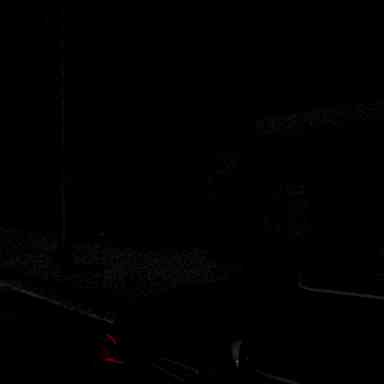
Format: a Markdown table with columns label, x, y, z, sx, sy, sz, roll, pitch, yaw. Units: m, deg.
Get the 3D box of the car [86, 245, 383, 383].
| label | x | y | z | sx | sy | sz | roll | pitch | yaw |
| --- | --- | --- | --- | --- | --- | --- | --- | --- | --- |
| car | 1.457 | 1.291 | 2.110 | 5.009 | 1.841 | 2.192 | -1 | 0 | 38 |
